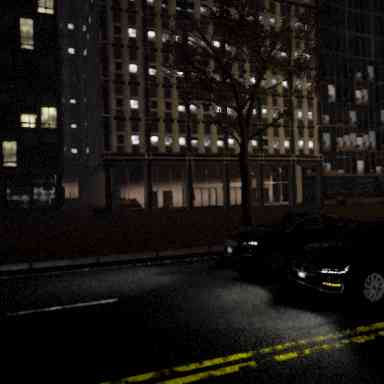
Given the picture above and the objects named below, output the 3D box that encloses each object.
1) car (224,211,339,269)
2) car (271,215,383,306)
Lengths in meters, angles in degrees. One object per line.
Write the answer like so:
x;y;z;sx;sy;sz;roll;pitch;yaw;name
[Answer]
3.417;1.389;10.695;4.902;1.511;2.128;-1;0;-20;car
4.512;1.381;7.636;4.892;1.490;1.837;-1;0;-20;car
